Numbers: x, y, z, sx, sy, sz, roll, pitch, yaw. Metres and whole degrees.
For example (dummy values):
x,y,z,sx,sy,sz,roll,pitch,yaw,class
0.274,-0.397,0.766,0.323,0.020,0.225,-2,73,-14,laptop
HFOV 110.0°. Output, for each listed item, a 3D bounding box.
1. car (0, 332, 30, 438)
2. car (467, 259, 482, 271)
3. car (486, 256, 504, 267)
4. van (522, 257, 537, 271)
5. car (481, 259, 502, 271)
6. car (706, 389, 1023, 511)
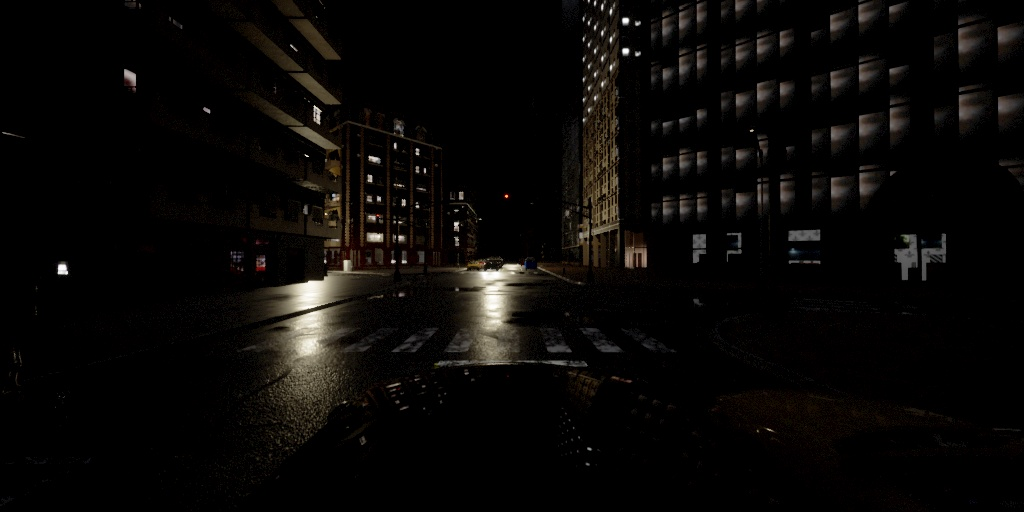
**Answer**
x,y,z,sx,sy,sz,roll,pitch,yaw,class
-5.318,1.065,1.076,2.192,1.841,5.009,0,0,0,car
-5.267,1.321,49.906,1.751,1.417,4.829,0,0,0,car
-2.779,1.037,59.153,2.150,2.045,5.566,0,0,0,car
2.614,1.136,50.067,1.690,1.789,3.998,0,0,0,van
-2.800,1.395,49.229,1.895,1.301,4.718,0,0,0,car
2.563,1.275,1.244,1.751,1.417,4.829,0,0,0,car
